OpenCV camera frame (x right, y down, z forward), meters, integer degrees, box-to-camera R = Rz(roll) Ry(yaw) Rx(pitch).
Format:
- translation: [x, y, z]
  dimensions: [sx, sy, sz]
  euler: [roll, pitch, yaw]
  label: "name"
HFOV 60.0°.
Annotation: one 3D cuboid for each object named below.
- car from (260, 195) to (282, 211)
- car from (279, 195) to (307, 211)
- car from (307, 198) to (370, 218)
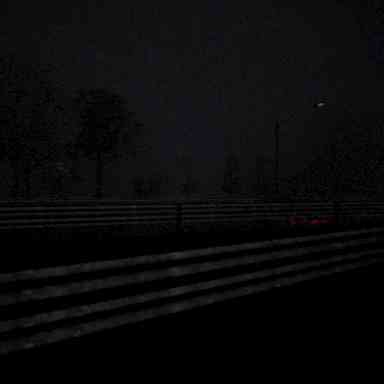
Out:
- translation: [8.935, 1.079, 33.000]
  dimensions: [4.553, 1.767, 2.097]
  euler: [0, 0, -23]
  label: "car"
- translation: [10.557, 1.252, 29.875]
  dimensions: [4.674, 1.442, 1.812]
  euler: [0, 0, -23]
  label: "car"
- translation: [12.134, 1.217, 26.751]
  dimensions: [4.902, 1.511, 2.128]
  euler: [0, 0, -23]
  label: "car"
